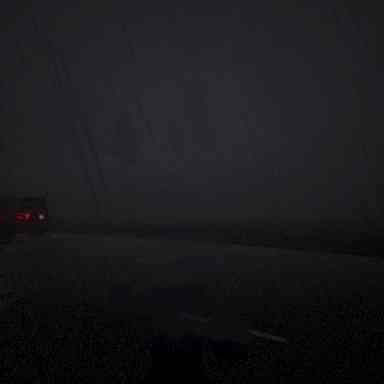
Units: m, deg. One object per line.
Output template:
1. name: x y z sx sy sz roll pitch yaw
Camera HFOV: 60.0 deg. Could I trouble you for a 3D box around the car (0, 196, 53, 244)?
1. car: -9.386 1.218 15.896 5.566 2.045 2.150 0 0 18
